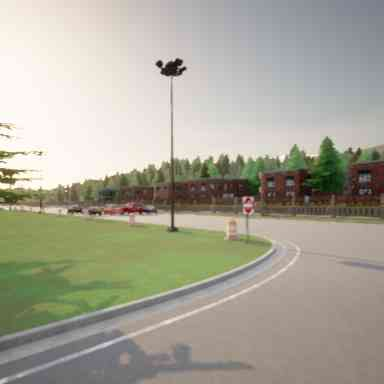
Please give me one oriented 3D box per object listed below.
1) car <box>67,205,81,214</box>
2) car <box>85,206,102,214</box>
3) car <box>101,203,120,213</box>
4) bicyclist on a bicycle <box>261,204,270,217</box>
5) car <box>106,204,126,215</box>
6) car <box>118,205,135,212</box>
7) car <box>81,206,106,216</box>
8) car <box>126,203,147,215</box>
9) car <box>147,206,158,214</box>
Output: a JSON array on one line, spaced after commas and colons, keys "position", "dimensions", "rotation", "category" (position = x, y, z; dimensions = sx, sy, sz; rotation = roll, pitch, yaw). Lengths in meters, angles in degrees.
[{"position": [-22.371, 3.333, 63.690], "dimensions": [2.097, 1.767, 4.553], "rotation": [1, -2, -35], "category": "car"}, {"position": [-19.508, 3.573, 65.699], "dimensions": [1.994, 1.385, 4.181], "rotation": [1, -2, -35], "category": "car"}, {"position": [-16.615, 3.224, 67.676], "dimensions": [2.097, 1.767, 4.553], "rotation": [1, -2, -35], "category": "car"}, {"position": [9.514, 2.416, 43.200], "dimensions": [1.656, 1.620, 0.582], "rotation": [0, -2, -35], "category": "bicyclist on a bicycle"}, {"position": [-13.646, 3.075, 57.323], "dimensions": [2.097, 1.767, 4.553], "rotation": [1, -2, -34], "category": "car"}, {"position": [-13.752, 3.398, 69.687], "dimensions": [1.837, 1.490, 4.892], "rotation": [1, -2, -35], "category": "car"}, {"position": [-16.417, 3.194, 55.169], "dimensions": [1.837, 1.490, 4.892], "rotation": [1, -2, -34], "category": "car"}, {"position": [-10.613, 2.964, 59.087], "dimensions": [2.150, 2.045, 5.566], "rotation": [1, -2, -34], "category": "car"}, {"position": [-8.004, 3.310, 61.468], "dimensions": [1.812, 1.442, 4.674], "rotation": [1, -2, -34], "category": "car"}]
